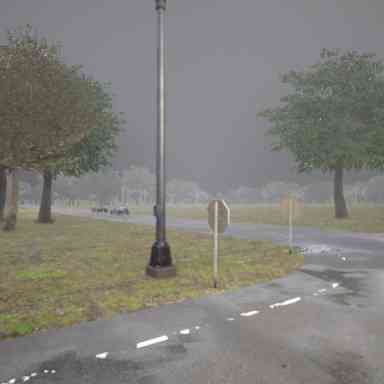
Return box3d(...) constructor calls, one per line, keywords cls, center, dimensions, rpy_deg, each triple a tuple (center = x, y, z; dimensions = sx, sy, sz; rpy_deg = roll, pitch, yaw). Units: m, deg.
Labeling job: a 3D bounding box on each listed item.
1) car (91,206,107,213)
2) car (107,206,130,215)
box3d(cls="car", center=(-17.080, 3.171, 61.155), dimensions=(1.895, 1.301, 4.718), rpy_deg=(2, -2, -34))
box3d(cls="car", center=(-11.464, 2.923, 52.846), dimensions=(1.812, 1.442, 4.674), rpy_deg=(2, -2, -34))
